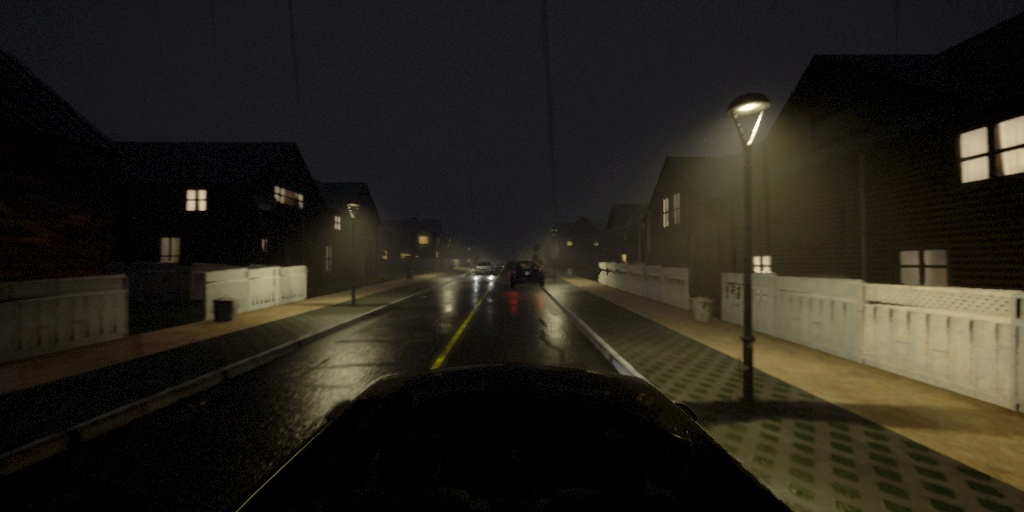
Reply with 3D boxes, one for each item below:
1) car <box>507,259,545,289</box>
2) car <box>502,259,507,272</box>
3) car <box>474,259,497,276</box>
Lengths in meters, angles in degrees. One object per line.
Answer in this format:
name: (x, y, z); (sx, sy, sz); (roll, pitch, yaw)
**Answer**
car: (0.920, 1.073, 23.456); (2.097, 1.767, 4.553); (-2, 0, 0)
car: (0.021, 1.282, 46.953); (1.837, 1.490, 4.892); (0, 0, 1)
car: (-2.858, 1.290, 37.872); (1.812, 1.442, 4.674); (0, 0, 0)
